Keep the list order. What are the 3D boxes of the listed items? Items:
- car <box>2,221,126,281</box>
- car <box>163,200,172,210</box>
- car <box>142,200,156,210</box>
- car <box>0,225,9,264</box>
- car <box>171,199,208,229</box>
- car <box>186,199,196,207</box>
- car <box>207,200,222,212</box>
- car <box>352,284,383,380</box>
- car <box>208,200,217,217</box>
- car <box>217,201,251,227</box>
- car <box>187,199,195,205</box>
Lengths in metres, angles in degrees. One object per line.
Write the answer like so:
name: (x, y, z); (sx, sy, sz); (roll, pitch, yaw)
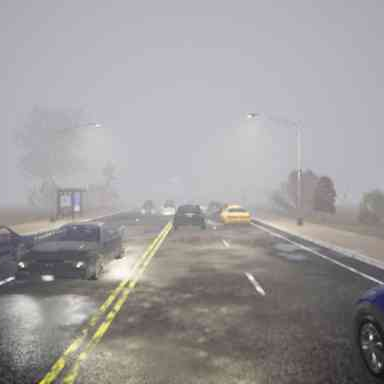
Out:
car: (-3.368, 1.657, 10.442); (2.033, 1.411, 5.357); (0, -1, 0)
car: (-3.533, 2.029, 53.444); (1.837, 1.490, 4.892); (0, -1, 0)
car: (-6.780, 2.025, 53.033); (1.837, 1.490, 4.892); (0, -1, 0)
car: (-6.617, 1.704, 9.853); (1.895, 1.301, 4.718); (0, -1, 0)
car: (-0.187, 1.593, 23.600); (2.097, 1.767, 4.553); (0, -1, -1)
car: (-0.162, 2.182, 65.910); (2.033, 1.411, 5.357); (0, -1, 0)
car: (3.087, 1.967, 46.768); (1.837, 1.490, 4.892); (0, -1, 0)
car: (3.248, 1.382, 2.725); (2.097, 1.767, 4.553); (0, -1, 0)
car: (3.133, 1.907, 35.768); (2.033, 1.411, 5.357); (0, -1, 0)
car: (3.178, 1.711, 24.958); (1.801, 1.575, 5.366); (0, -1, 0)
car: (-0.293, 2.313, 77.951); (1.895, 1.301, 4.718); (0, -1, 0)
